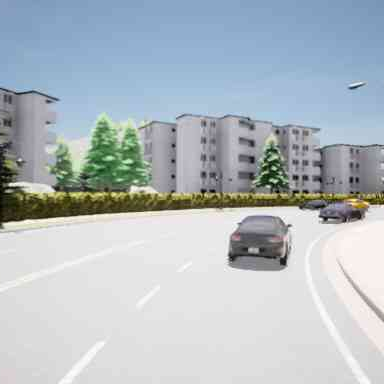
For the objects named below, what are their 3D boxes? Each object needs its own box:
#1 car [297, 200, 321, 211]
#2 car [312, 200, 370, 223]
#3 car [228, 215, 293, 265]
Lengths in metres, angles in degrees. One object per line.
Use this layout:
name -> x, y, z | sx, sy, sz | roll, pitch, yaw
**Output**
car -> 15.585, 1.706, 42.238 | 4.718, 1.301, 1.895 | 0, 0, -30
car -> 12.069, 1.632, 26.683 | 5.357, 1.411, 2.033 | 0, 0, -44
car -> 2.536, 1.540, 11.888 | 1.812, 1.442, 4.674 | 0, 0, 19
